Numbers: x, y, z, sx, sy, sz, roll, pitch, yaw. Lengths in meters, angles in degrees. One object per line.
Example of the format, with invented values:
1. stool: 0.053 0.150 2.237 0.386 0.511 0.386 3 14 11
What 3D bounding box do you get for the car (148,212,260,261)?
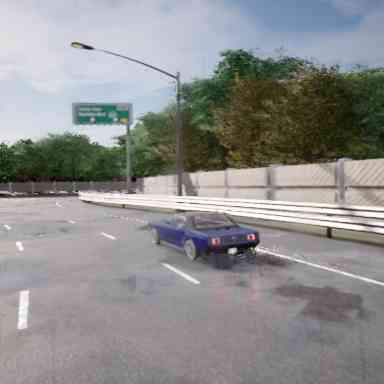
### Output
1. car: 0.093 1.327 11.296 1.895 1.301 4.718 -2 1 -28
